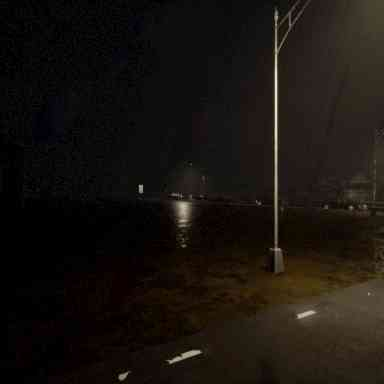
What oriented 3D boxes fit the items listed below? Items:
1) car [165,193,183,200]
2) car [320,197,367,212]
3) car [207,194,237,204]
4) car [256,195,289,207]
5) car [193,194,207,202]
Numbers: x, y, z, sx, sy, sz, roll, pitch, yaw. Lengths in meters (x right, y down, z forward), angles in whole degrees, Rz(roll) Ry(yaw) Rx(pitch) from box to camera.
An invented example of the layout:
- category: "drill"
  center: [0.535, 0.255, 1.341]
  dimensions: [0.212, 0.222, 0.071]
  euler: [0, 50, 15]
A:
- category: "car"
  center: [-4.001, 0.954, 71.225]
  dimensions: [1.895, 1.301, 4.718]
  euler: [2, -1, -35]
- category: "car"
  center: [16.421, 1.292, 36.173]
  dimensions: [1.837, 1.490, 4.892]
  euler: [2, 0, -35]
- category: "car"
  center: [4.907, 1.173, 52.439]
  dimensions: [1.895, 1.301, 4.718]
  euler: [2, -1, -35]
- category: "car"
  center: [10.671, 1.176, 44.291]
  dimensions: [1.837, 1.490, 4.892]
  euler: [2, 0, -35]
- category: "car"
  center: [2.039, 1.098, 62.698]
  dimensions: [1.837, 1.490, 4.892]
  euler: [2, -1, -35]
